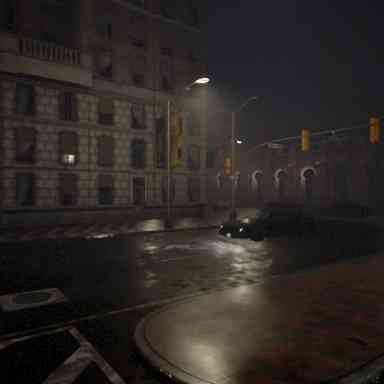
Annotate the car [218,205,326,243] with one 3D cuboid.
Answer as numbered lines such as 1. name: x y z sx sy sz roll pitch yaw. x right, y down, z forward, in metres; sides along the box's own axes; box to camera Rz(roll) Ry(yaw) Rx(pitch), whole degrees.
1. car: 3.892 1.547 16.372 5.357 1.411 2.033 0 0 -33

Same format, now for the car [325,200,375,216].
1. car: 15.183 1.525 32.328 1.812 1.442 4.674 0 0 -37

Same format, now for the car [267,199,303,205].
1. car: 9.601 1.492 33.465 2.128 1.511 4.902 0 0 -29

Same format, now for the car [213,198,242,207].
1. car: 4.882 1.526 46.519 1.812 1.442 4.674 0 0 -36

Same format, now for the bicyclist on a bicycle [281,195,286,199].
1. bicyclist on a bicycle: 15.528 1.301 56.489 1.656 1.620 0.582 0 0 -36
